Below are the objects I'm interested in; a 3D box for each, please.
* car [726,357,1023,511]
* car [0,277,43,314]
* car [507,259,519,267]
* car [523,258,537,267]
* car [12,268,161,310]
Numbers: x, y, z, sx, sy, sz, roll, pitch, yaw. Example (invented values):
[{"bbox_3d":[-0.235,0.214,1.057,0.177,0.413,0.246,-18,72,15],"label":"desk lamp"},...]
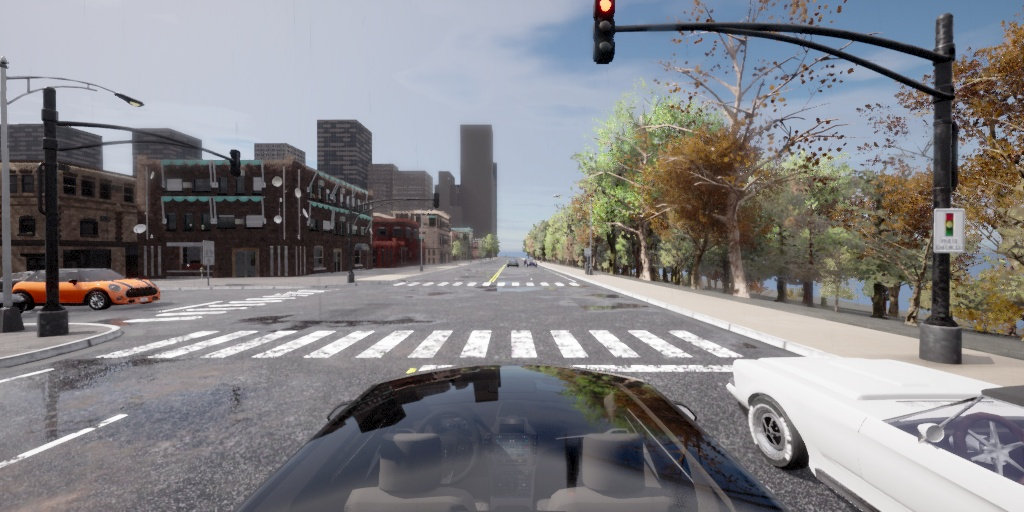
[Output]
[{"bbox_3d":[3.350,1.351,1.900,1.895,1.301,4.718,0,0,0],"label":"car"},{"bbox_3d":[-19.935,1.565,12.550,4.313,1.339,1.948,0,0,0],"label":"car"},{"bbox_3d":[0.160,1.290,63.407,1.994,1.385,4.181,0,0,1],"label":"car"},{"bbox_3d":[3.422,1.327,63.685,1.895,1.301,4.718,0,0,0],"label":"car"},{"bbox_3d":[-17.965,1.301,15.284,4.553,1.767,2.097,-1,1,-1],"label":"car"}]
